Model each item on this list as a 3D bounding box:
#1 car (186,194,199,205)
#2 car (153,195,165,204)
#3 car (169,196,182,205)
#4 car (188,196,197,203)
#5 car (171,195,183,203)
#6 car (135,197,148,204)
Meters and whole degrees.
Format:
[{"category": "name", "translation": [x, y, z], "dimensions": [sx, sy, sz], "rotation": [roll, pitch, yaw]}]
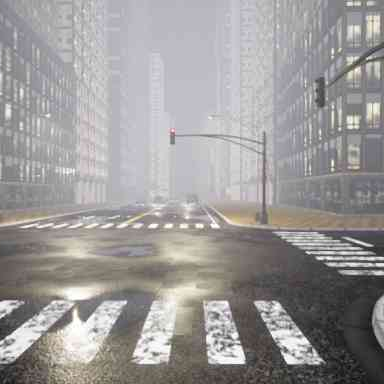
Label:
[{"category": "car", "translation": [0.114, 1.319, 60.229], "dimensions": [2.150, 2.045, 5.566], "rotation": [0, 0, 0]}, {"category": "car", "translation": [-6.378, 1.464, 64.408], "dimensions": [2.097, 1.767, 4.553], "rotation": [0, 0, 0]}, {"category": "car", "translation": [-3.136, 1.698, 60.233], "dimensions": [1.895, 1.301, 4.718], "rotation": [0, 0, 0]}, {"category": "car", "translation": [0.134, 1.536, 70.616], "dimensions": [1.994, 1.385, 4.181], "rotation": [0, 0, 0]}, {"category": "car", "translation": [-3.117, 1.491, 70.205], "dimensions": [2.128, 1.511, 4.902], "rotation": [0, 0, 0]}, {"category": "car", "translation": [-9.628, 1.660, 64.384], "dimensions": [2.033, 1.411, 5.357], "rotation": [0, 0, 0]}]
